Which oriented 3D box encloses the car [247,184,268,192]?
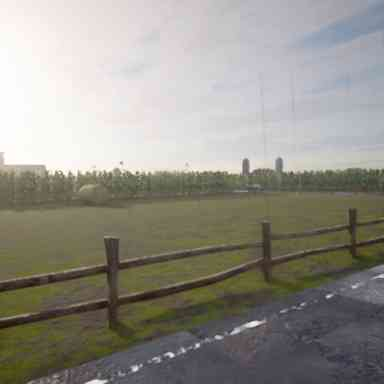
[{"bbox_3d":[13.156,-0.803,67.393,1.837,1.490,4.892,-3,3,-34],"label":"car"}]
